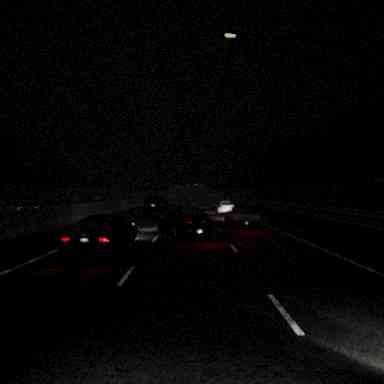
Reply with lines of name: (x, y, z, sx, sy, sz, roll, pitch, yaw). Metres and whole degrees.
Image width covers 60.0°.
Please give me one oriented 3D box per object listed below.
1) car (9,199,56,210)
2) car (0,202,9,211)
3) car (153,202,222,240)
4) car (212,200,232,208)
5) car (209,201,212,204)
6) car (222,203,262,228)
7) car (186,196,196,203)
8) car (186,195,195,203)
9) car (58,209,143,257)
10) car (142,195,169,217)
car: (-14.208, 1.454, 30.454, 2.097, 1.767, 4.553, 0, 0, 0)
car: (-17.708, 1.628, 30.353, 1.812, 1.442, 4.674, 0, 0, 0)
car: (-0.452, 1.561, 17.653, 1.837, 1.490, 4.892, -3, 1, -20)
car: (3.376, 1.641, 33.996, 1.812, 1.442, 4.674, 0, 0, 0)
car: (3.336, 1.766, 45.028, 1.895, 1.301, 4.718, 0, 0, 0)
car: (3.417, 1.674, 23.024, 1.895, 1.301, 4.718, 0, 0, 0)
car: (-0.170, 1.735, 60.081, 2.128, 1.511, 4.902, 0, 0, 0)
car: (-0.281, 1.679, 76.576, 2.097, 1.767, 4.553, 0, 0, 0)
car: (-3.448, 1.587, 13.101, 2.033, 1.411, 5.357, 0, 0, 0)
car: (-3.519, 1.332, 32.674, 2.150, 2.045, 5.566, 0, 0, 0)
